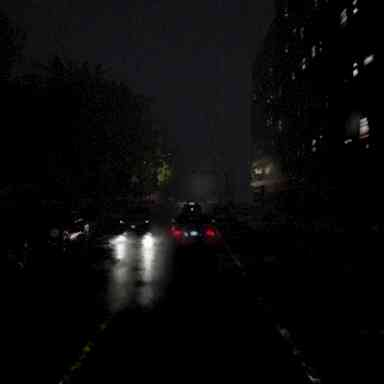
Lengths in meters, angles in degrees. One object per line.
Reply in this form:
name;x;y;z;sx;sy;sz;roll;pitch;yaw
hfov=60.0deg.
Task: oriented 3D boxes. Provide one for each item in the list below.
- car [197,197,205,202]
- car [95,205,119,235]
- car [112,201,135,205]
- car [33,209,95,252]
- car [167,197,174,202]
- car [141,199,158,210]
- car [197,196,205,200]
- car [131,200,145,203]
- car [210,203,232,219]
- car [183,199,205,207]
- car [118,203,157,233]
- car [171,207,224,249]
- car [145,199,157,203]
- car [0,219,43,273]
car;2.467;1.926;90.583;1.947;1.339;4.313;0;0;0
car;-5.736;1.649;19.319;1.802;1.307;4.206;0;0;0
car;-5.750;1.612;24.687;1.752;1.417;4.829;0;0;0
car;-5.722;1.487;13.780;1.967;1.590;4.097;0;0;0
car;-5.913;1.943;90.562;1.802;1.307;4.206;0;0;0
car;-5.934;1.715;47.012;1.887;1.381;4.507;0;0;0
car;2.481;1.900;84.951;1.947;1.339;4.313;0;0;0
car;-5.764;1.547;30.397;1.967;1.590;4.097;0;0;0
car;2.616;1.658;30.419;2.008;1.369;4.403;0;0;0
car;0.012;1.687;34.863;1.994;1.385;4.181;0;0;0
car;-3.151;1.595;20.096;1.812;1.442;4.674;0;0;0
car;0.062;1.598;14.828;2.033;1.411;5.357;0;0;0
car;-5.869;1.699;41.472;2.008;1.369;4.403;0;0;0
car;-5.709;1.594;8.242;1.947;1.339;4.313;0;0;0
